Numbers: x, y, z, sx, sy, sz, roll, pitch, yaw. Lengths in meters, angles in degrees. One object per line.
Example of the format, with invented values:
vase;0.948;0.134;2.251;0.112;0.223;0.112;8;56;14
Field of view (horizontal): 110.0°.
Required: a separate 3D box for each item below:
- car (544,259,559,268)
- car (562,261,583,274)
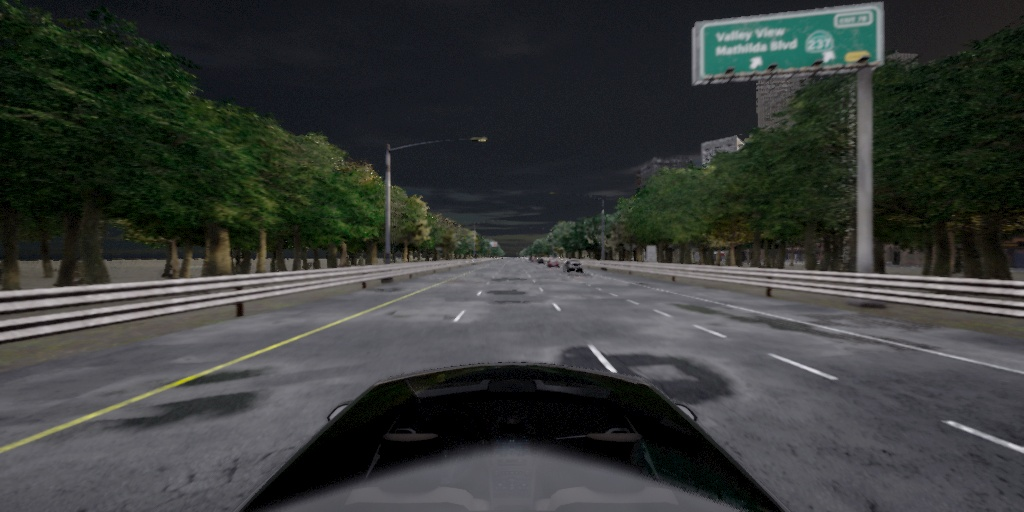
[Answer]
car;7.009;1.307;61.679;1.812;1.442;4.674;0;0;0
car;7.005;1.272;41.732;1.837;1.490;4.892;0;0;0
